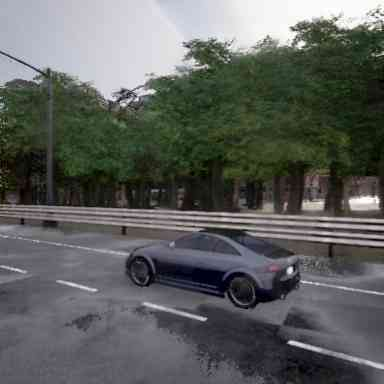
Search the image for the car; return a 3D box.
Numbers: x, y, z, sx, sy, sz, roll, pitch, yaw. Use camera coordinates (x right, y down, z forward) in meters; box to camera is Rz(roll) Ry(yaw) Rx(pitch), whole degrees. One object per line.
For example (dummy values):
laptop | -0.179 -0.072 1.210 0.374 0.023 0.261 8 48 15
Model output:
car | 0.353 1.570 7.921 4.181 1.385 1.994 0 0 36
